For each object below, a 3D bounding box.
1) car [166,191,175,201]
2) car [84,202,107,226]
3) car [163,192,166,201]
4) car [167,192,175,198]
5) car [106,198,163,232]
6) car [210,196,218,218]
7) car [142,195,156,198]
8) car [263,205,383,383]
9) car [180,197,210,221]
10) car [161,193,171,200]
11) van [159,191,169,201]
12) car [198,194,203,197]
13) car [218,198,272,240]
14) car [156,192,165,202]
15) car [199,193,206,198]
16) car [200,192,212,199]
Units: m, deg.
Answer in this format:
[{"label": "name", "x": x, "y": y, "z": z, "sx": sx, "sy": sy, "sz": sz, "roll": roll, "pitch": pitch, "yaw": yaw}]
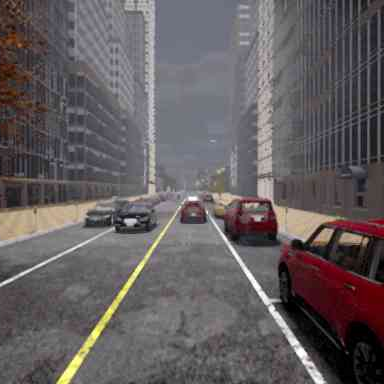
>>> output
[{"label": "car", "x": -2.987, "y": 0.749, "z": 60.468, "sx": 2.128, "sy": 1.511, "sz": 4.902, "roll": 0, "pitch": 0, "yaw": 0}, {"label": "car", "x": -5.682, "y": 1.380, "z": 21.766, "sx": 2.008, "sy": 1.369, "sz": 4.403, "roll": 0, "pitch": 0, "yaw": 0}, {"label": "car", "x": -5.673, "y": 1.041, "z": 61.610, "sx": 1.887, "sy": 1.381, "sz": 4.507, "roll": 0, "pitch": 0, "yaw": 0}, {"label": "car", "x": -5.666, "y": 0.686, "z": 90.068, "sx": 1.967, "sy": 1.590, "sz": 4.097, "roll": 0, "pitch": 1, "yaw": 0}, {"label": "car", "x": -3.096, "y": 1.342, "z": 19.116, "sx": 2.128, "sy": 1.511, "sz": 4.902, "roll": 0, "pitch": 0, "yaw": 0}, {"label": "car", "x": 2.700, "y": 1.307, "z": 27.613, "sx": 1.752, "sy": 1.417, "sz": 4.829, "roll": 0, "pitch": 0, "yaw": 0}, {"label": "car", "x": -5.678, "y": 1.271, "z": 38.841, "sx": 1.802, "sy": 1.307, "sz": 4.206, "roll": 0, "pitch": 0, "yaw": 0}, {"label": "car", "x": 2.695, "y": 1.278, "z": 4.674, "sx": 2.192, "sy": 1.841, "sz": 5.009, "roll": 0, "pitch": 0, "yaw": 0}, {"label": "car", "x": 0.105, "y": 1.331, "z": 24.720, "sx": 1.812, "sy": 1.442, "sz": 4.674, "roll": 0, "pitch": 1, "yaw": 0}, {"label": "car", "x": -5.671, "y": 0.979, "z": 72.995, "sx": 1.802, "sy": 1.307, "sz": 4.206, "roll": 0, "pitch": 0, "yaw": 0}, {"label": "van", "x": -5.671, "y": 0.788, "z": 67.301, "sx": 1.690, "sy": 1.788, "sz": 3.998, "roll": 0, "pitch": 0, "yaw": 0}, {"label": "car", "x": 0.108, "y": 1.264, "z": 41.891, "sx": 1.895, "sy": 1.301, "sz": 4.718, "roll": 0, "pitch": 0, "yaw": 0}, {"label": "car", "x": 2.698, "y": 1.189, "z": 16.058, "sx": 2.192, "sy": 1.841, "sz": 5.009, "roll": 0, "pitch": 0, "yaw": 0}, {"label": "car", "x": -5.676, "y": 1.144, "z": 50.226, "sx": 2.008, "sy": 1.369, "sz": 4.403, "roll": 0, "pitch": 0, "yaw": 0}, {"label": "car", "x": 2.714, "y": 0.828, "z": 90.054, "sx": 1.802, "sy": 1.307, "sz": 4.206, "roll": 0, "pitch": 1, "yaw": 0}, {"label": "car", "x": 2.706, "y": 1.111, "z": 55.904, "sx": 1.947, "sy": 1.339, "sz": 4.313, "roll": 0, "pitch": 0, "yaw": 0}]
